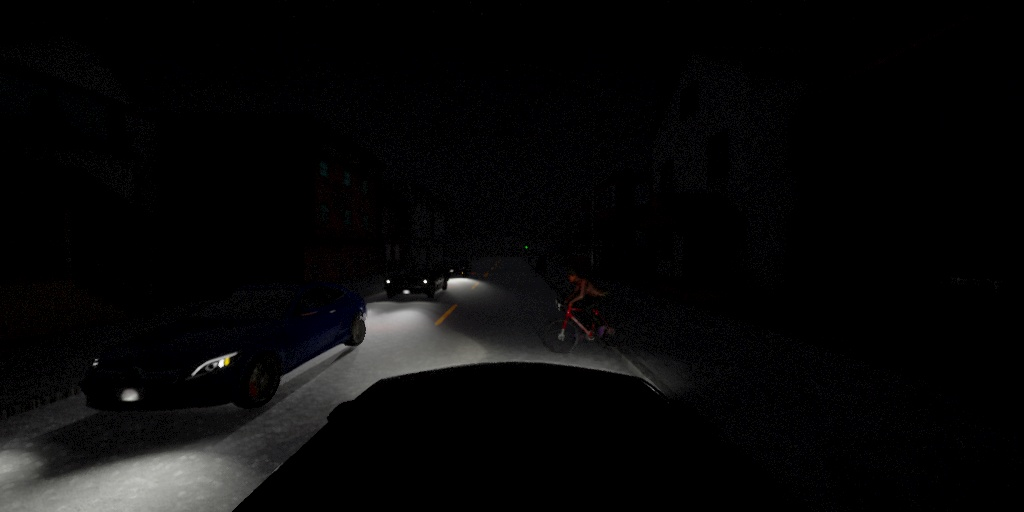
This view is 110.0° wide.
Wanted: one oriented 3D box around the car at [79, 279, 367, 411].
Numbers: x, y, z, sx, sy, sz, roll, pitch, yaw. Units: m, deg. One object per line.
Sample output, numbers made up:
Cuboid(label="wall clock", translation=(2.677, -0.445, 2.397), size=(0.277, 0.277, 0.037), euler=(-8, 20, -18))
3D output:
Cuboid(label="car", translation=(-4.082, 1.171, 6.157), size=(1.812, 1.442, 4.674), euler=(0, 1, 0))

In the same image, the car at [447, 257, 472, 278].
Cuboid(label="car", translation=(-4.043, 0.776, 26.027), size=(1.994, 1.385, 4.181), euler=(0, 1, 0))

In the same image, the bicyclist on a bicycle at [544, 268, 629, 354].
Cuboid(label="bicyclist on a bicycle", translation=(1.383, 1.038, 6.847), size=(1.656, 1.620, 0.582), euler=(-5, 1, 0))

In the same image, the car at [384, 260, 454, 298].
Cuboid(label="car", translation=(-4.076, 1.030, 16.050), size=(1.895, 1.301, 4.718), euler=(0, 1, 0))
